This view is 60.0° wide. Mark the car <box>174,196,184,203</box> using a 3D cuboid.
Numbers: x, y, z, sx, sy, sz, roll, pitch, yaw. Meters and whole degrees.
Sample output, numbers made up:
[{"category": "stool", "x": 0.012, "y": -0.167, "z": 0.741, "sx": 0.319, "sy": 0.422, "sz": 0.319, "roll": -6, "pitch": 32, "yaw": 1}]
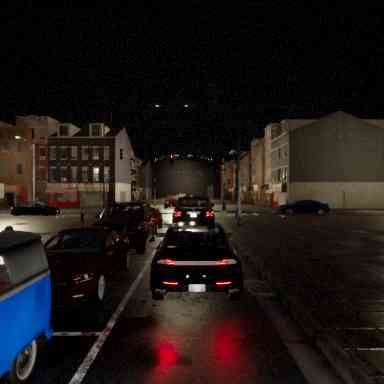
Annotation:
[{"category": "car", "x": -2.714, "y": 1.606, "z": 72.553, "sx": 2.008, "sy": 1.369, "sz": 4.403, "roll": 0, "pitch": 0, "yaw": 0}]

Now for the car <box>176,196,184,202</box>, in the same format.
[{"category": "car", "x": -2.719, "y": 1.590, "z": 77.811, "sx": 1.752, "sy": 1.417, "sz": 4.829, "roll": 0, "pitch": 0, "yaw": 0}]

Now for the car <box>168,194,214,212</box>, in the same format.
[{"category": "car", "x": 0.082, "y": 1.223, "z": 18.530, "sx": 2.150, "sy": 2.045, "sz": 5.566, "roll": 0, "pitch": 0, "yaw": 0}]

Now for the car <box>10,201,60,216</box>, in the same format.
[{"category": "car", "x": -14.483, "y": 1.572, "z": 30.866, "sx": 4.181, "sy": 1.385, "sz": 1.994, "roll": 0, "pitch": 0, "yaw": 0}]

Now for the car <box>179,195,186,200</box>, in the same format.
[{"category": "car", "x": -2.736, "y": 1.538, "z": 94.261, "sx": 1.967, "sy": 1.590, "sz": 4.097, "roll": 0, "pitch": 0, "yaw": 0}]

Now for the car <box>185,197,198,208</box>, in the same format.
[{"category": "car", "x": -0.043, "y": 1.501, "z": 50.019, "sx": 1.882, "sy": 1.535, "sz": 5.008, "roll": 0, "pitch": 0, "yaw": 1}]

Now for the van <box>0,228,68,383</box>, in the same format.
[{"category": "van", "x": -2.646, "y": 1.341, "z": 2.708, "sx": 1.690, "sy": 1.788, "sz": 3.998, "roll": 0, "pitch": 0, "yaw": 0}]

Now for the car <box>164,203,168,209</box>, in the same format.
[{"category": "car", "x": -2.661, "y": 1.547, "z": 19.009, "sx": 1.887, "sy": 1.381, "sz": 4.507, "roll": 0, "pitch": 0, "yaw": 0}]

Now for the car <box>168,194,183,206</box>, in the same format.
[{"category": "car", "x": -2.700, "y": 1.345, "z": 56.273, "sx": 2.192, "sy": 1.841, "sz": 5.009, "roll": 0, "pitch": 0, "yaw": 0}]

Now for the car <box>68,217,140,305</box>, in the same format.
[{"category": "car", "x": -2.651, "y": 1.544, "z": 8.142, "sx": 1.887, "sy": 1.381, "sz": 4.507, "roll": 0, "pitch": 0, "yaw": 0}]

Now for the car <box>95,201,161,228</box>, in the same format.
[{"category": "car", "x": -2.657, "y": 1.315, "z": 13.576, "sx": 2.192, "sy": 1.841, "sz": 5.009, "roll": 0, "pitch": 0, "yaw": 0}]

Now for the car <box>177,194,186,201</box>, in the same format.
[{"category": "car", "x": -2.732, "y": 1.401, "z": 88.835, "sx": 2.192, "sy": 1.841, "sz": 5.009, "roll": 0, "pitch": 0, "yaw": 0}]

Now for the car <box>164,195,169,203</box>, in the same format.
[{"category": "car", "x": -2.689, "y": 1.334, "z": 45.419, "sx": 2.192, "sy": 1.841, "sz": 5.009, "roll": 0, "pitch": 0, "yaw": 0}]

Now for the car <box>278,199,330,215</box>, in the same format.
[{"category": "car", "x": 11.315, "y": 1.493, "z": 33.798, "sx": 5.008, "sy": 1.535, "sz": 1.882, "roll": 0, "pitch": 0, "yaw": 0}]

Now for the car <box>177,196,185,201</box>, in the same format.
[{"category": "car", "x": -2.725, "y": 1.641, "z": 83.407, "sx": 1.947, "sy": 1.339, "sz": 4.313, "roll": 0, "pitch": 0, "yaw": 0}]

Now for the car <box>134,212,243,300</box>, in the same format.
[{"category": "car", "x": 0.090, "y": 1.491, "z": 8.337, "sx": 2.128, "sy": 1.511, "sz": 4.902, "roll": 0, "pitch": 0, "yaw": 0}]
